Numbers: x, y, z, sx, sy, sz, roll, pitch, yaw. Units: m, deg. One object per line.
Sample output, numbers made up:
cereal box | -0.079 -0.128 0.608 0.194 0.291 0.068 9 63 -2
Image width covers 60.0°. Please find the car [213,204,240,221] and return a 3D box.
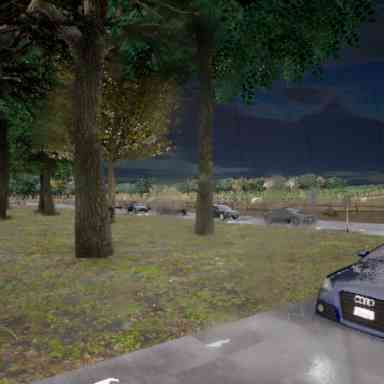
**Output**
car | 2.741 2.021 33.800 1.837 1.490 4.892 -1 0 -35

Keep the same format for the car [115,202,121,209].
car | -15.332 2.650 64.643 1.994 1.385 4.181 -1 0 -35

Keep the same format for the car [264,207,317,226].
car | 7.768 1.920 26.652 1.994 1.385 4.181 -1 0 -35

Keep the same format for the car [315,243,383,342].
car | 4.116 1.566 5.925 4.181 1.385 1.994 0 0 -35

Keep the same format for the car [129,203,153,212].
car | -8.434 2.482 54.834 1.895 1.301 4.718 -1 0 -35

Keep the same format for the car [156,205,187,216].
car | -2.545 2.282 41.335 1.895 1.301 4.718 -1 0 -35

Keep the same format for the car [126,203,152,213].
car | -8.213 2.418 49.460 1.994 1.385 4.181 -1 0 -35
